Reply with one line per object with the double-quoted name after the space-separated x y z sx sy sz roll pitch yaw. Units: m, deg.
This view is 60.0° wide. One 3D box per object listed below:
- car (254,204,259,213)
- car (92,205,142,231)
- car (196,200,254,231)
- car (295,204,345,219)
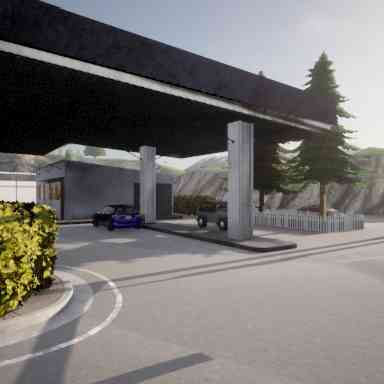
5.522 1.545 36.829 2.097 1.767 4.553 0 0 -33 "car"
-5.197 1.672 22.767 2.242 1.667 4.611 0 0 -34 "car"
1.918 1.505 22.275 1.905 1.878 3.866 0 0 -34 "car"
10.910 1.755 28.495 1.994 1.385 4.181 0 0 -33 "car"
